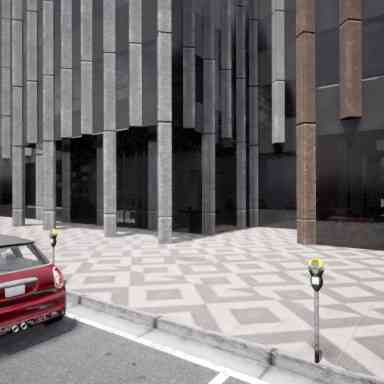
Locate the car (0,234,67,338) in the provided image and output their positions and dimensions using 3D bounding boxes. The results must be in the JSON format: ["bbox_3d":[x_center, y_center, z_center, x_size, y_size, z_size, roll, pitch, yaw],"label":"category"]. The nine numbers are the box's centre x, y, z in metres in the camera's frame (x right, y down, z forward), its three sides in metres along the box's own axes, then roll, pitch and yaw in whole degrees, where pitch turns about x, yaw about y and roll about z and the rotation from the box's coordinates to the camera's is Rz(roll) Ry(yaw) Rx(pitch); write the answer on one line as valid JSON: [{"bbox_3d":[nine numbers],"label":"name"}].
[{"bbox_3d":[-4.103,1.441,5.881,4.097,1.590,1.967,0,0,35],"label":"car"}]
